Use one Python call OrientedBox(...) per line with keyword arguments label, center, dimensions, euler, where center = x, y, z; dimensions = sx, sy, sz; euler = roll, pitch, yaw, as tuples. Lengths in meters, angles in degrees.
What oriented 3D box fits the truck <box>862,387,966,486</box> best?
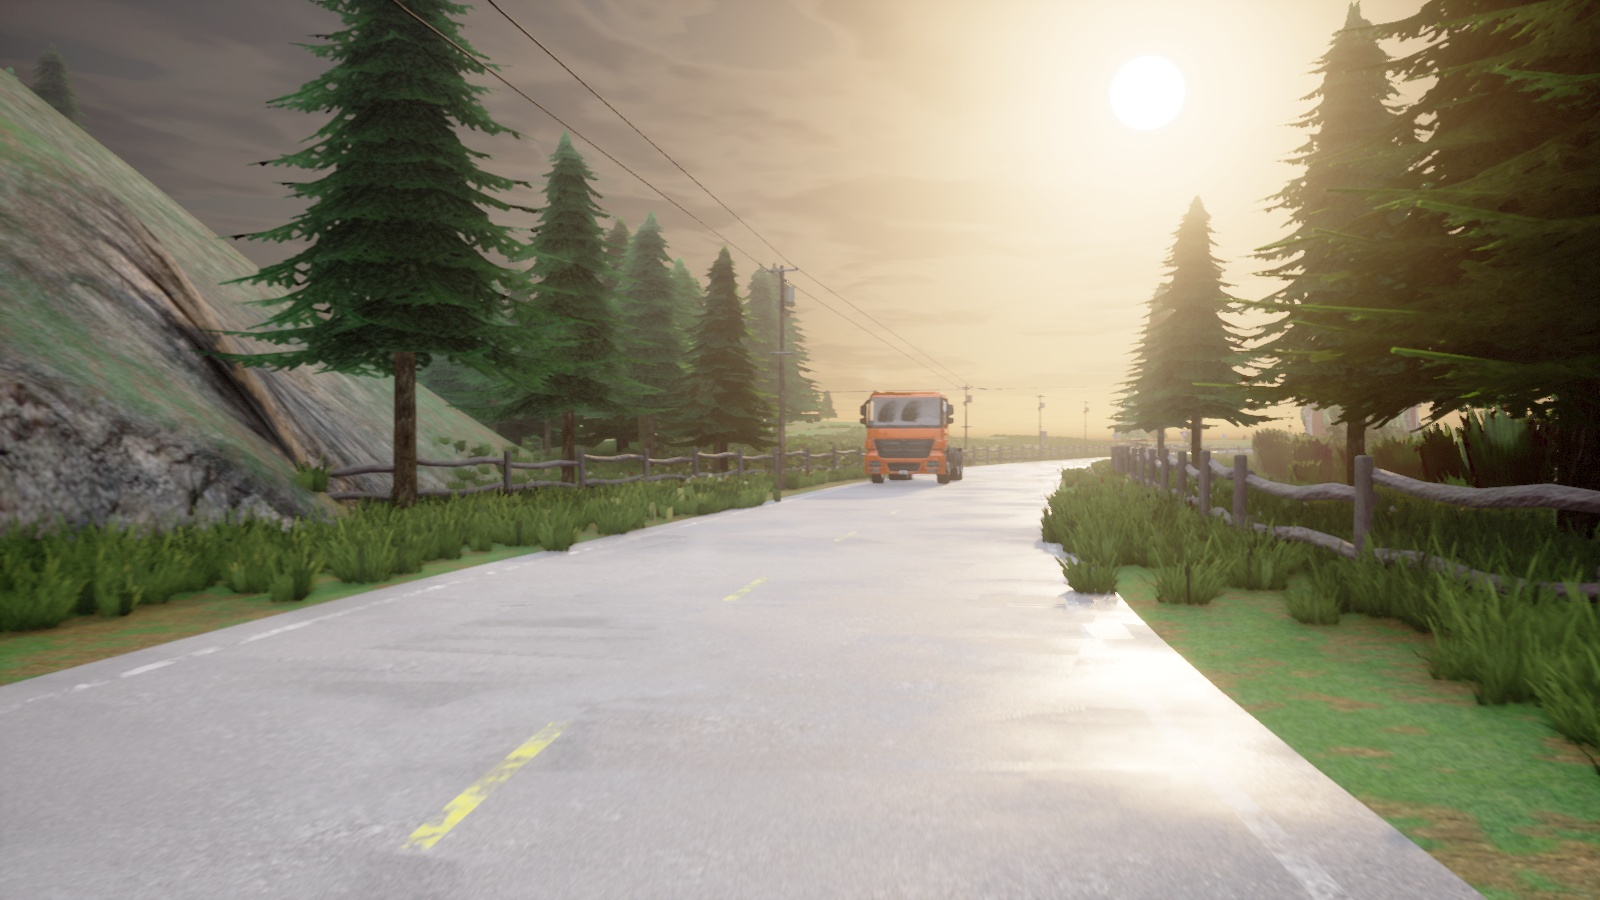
OrientedBox(label="truck", center=(4.490, -0.500, 47.865), dimensions=(2.891, 3.462, 7.936), euler=(0, 0, 13))
